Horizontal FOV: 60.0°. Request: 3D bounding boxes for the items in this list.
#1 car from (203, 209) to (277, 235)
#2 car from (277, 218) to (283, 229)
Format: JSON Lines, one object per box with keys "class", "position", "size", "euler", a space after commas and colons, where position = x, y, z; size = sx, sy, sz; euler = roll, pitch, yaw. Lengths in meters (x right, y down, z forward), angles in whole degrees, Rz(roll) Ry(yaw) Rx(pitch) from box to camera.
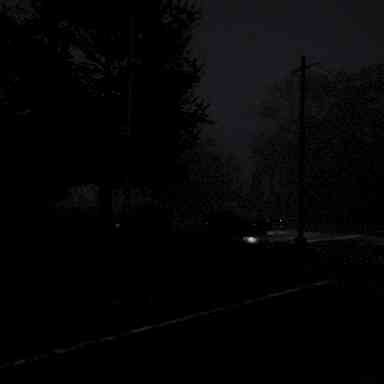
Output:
{"class": "car", "position": [2.820, 1.931, 21.940], "size": [1.882, 1.535, 5.008], "euler": [2, -3, -38]}
{"class": "car", "position": [4.577, 2.207, 25.411], "size": [1.895, 1.301, 4.718], "euler": [2, -3, -38]}
